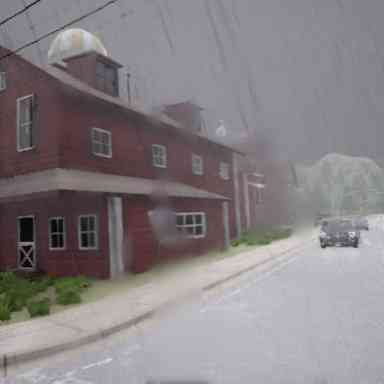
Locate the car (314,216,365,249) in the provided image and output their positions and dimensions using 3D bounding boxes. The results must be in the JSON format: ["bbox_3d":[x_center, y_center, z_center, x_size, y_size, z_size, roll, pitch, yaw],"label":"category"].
[{"bbox_3d":[9.479,2.589,21.195,2.097,1.767,4.553,-6,-6,29],"label":"car"}]

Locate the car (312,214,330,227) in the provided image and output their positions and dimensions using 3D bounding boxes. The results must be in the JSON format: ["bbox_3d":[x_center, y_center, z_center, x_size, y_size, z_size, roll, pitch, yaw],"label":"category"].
[{"bbox_3d":[17.293,3.761,43.119,1.905,1.878,3.866,4,-4,-12],"label":"car"}]

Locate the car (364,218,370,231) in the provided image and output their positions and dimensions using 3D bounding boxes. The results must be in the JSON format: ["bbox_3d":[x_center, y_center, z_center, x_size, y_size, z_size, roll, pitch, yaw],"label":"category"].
[{"bbox_3d":[18.340,3.563,36.508,1.812,1.442,4.674,-6,-6,29],"label":"car"}]
